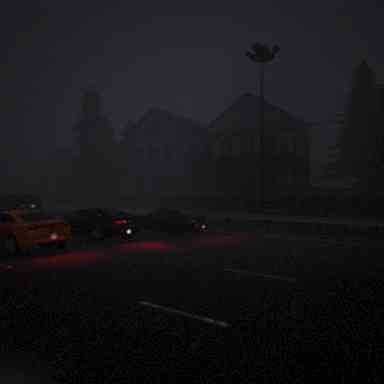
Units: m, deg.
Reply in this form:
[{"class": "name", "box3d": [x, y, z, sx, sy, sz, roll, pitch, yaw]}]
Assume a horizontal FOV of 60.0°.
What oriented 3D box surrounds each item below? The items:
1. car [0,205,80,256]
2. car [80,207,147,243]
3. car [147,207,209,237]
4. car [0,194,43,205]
[{"class": "car", "box3d": [-6.863, 1.451, 13.144, 5.008, 1.535, 1.882, -1, -1, 36]}, {"class": "car", "box3d": [-4.717, 1.476, 15.914, 4.892, 1.490, 1.837, 0, 0, 36]}, {"class": "car", "box3d": [-1.300, 1.502, 17.760, 4.674, 1.442, 1.812, 0, 0, 36]}, {"class": "car", "box3d": [-14.363, 1.166, 27.087, 5.566, 2.045, 2.150, 1, 0, 36]}]
